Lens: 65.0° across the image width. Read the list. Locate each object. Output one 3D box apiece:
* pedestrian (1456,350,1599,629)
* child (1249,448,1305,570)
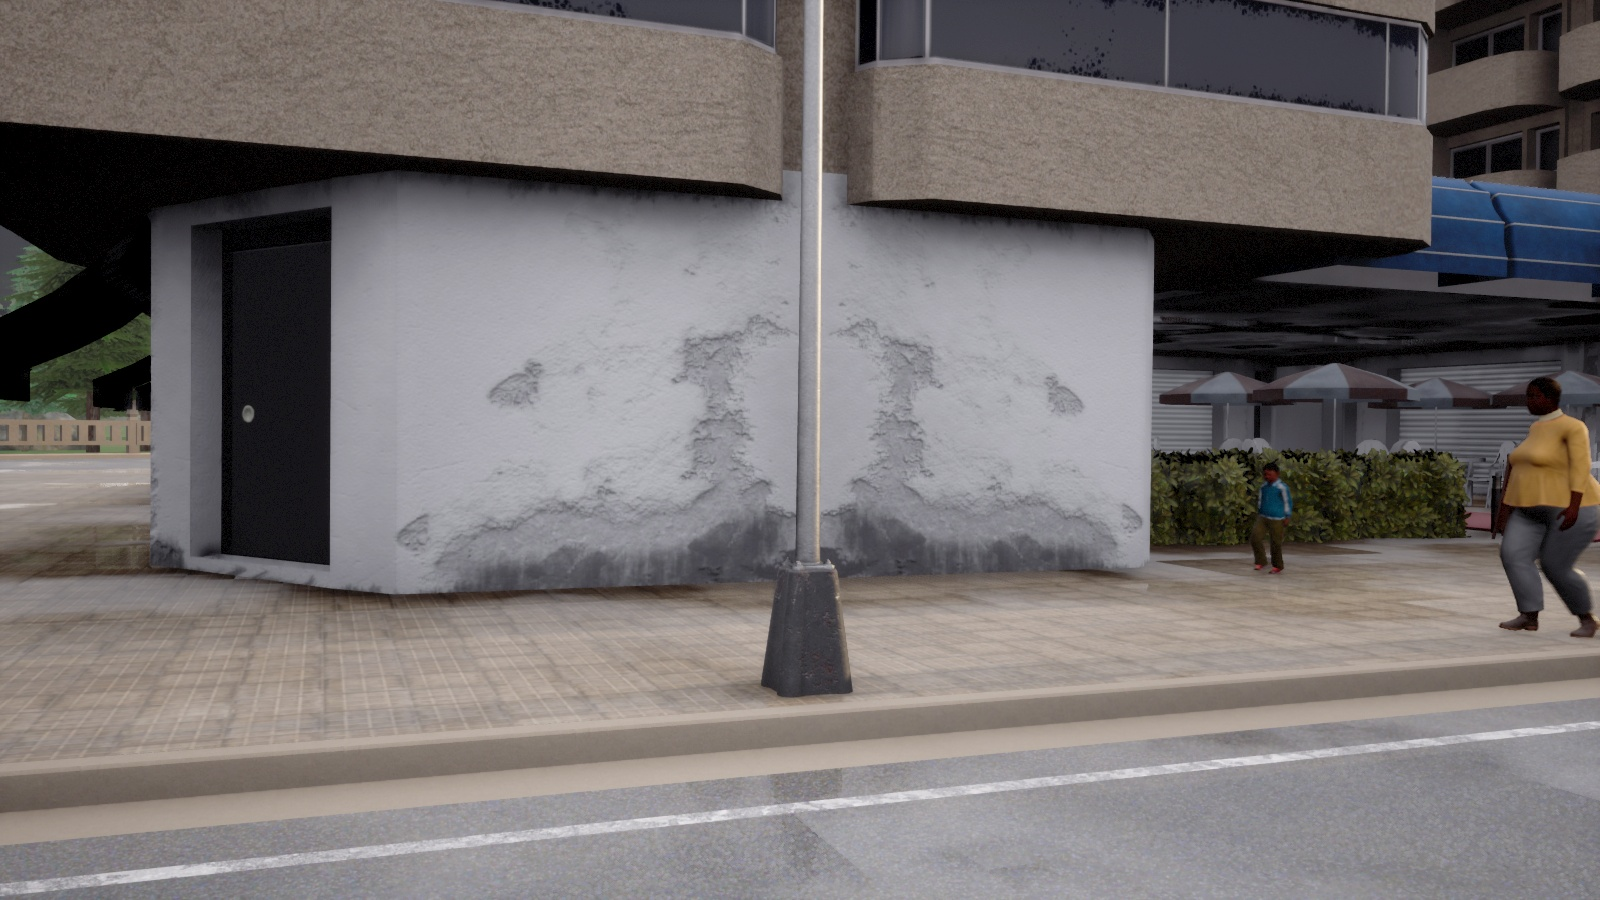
[{"bbox_3d":[5.285,0.253,8.801,0.900,1.855,0.874,-1,1,-1],"label":"pedestrian"},{"bbox_3d":[4.778,0.578,12.579,0.448,1.192,0.343,-1,1,-38],"label":"child"}]
